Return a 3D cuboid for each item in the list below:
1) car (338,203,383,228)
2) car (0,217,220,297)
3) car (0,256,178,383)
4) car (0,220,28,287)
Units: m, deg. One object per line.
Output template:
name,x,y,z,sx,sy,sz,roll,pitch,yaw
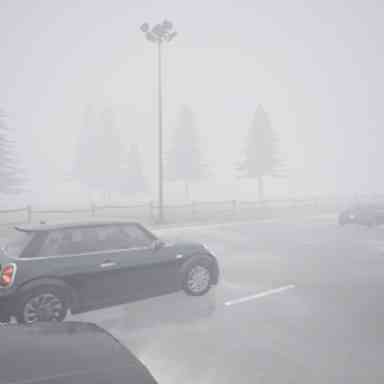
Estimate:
car,10.639,1.319,19.930,4.181,1.385,1.994,-1,1,-36
car,-1.595,1.320,6.908,4.553,1.767,2.097,-1,0,-36
car,-2.767,1.564,1.773,5.357,1.411,2.033,-1,1,-35
car,-6.820,1.563,7.480,5.357,1.411,2.033,-1,1,-35
